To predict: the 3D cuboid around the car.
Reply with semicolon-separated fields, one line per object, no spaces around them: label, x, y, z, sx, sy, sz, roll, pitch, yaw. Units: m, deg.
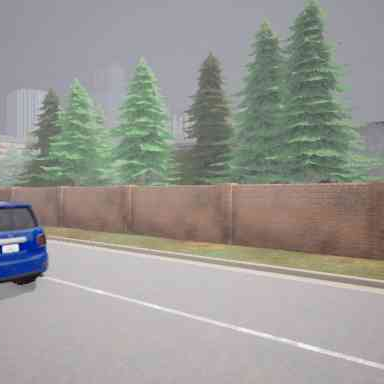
car;-5.848;1.222;8.144;5.566;2.045;2.150;0;0;34
